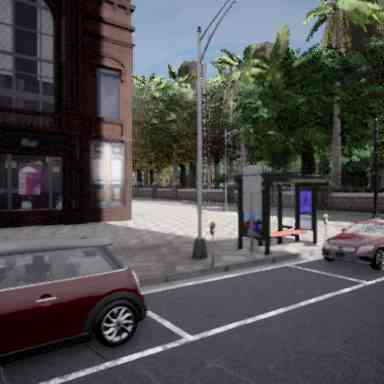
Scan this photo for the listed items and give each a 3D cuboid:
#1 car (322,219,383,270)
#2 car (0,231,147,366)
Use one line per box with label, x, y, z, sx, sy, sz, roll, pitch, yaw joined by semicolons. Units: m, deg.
car;6.047;1.583;10.965;4.206;1.307;1.802;0;0;-35
car;-2.789;1.440;4.664;4.097;1.590;1.967;0;0;-35
